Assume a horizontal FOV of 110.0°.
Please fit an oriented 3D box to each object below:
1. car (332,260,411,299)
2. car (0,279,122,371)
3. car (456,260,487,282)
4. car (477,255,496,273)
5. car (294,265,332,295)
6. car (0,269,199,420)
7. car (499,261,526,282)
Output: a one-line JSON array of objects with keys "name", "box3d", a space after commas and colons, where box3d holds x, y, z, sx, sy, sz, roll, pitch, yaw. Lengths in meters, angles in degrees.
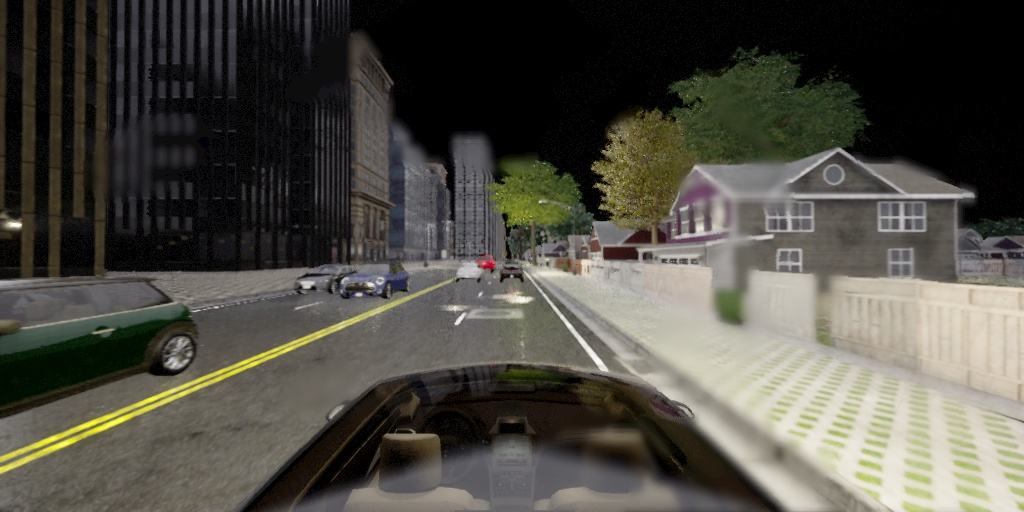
[{"name": "car", "box3d": [-6.590, 1.080, 17.693, 2.097, 1.767, 4.553, 0, 0, 0]}, {"name": "car", "box3d": [-9.843, 1.251, 5.750, 1.837, 1.490, 4.892, 0, 0, 0]}, {"name": "car", "box3d": [-3.245, 1.242, 28.160, 1.812, 1.442, 4.674, 0, 0, 0]}, {"name": "car", "box3d": [-3.194, 0.932, 44.001, 2.150, 2.045, 5.566, 0, 0, 0]}, {"name": "car", "box3d": [-9.832, 1.217, 19.664, 2.128, 1.511, 4.902, 0, 0, 0]}, {"name": "car", "box3d": [-6.594, 1.099, 4.390, 2.097, 1.767, 4.553, 0, 0, 0]}, {"name": "car", "box3d": [0.012, 1.221, 28.542, 1.837, 1.490, 4.892, 0, 0, 1]}]
